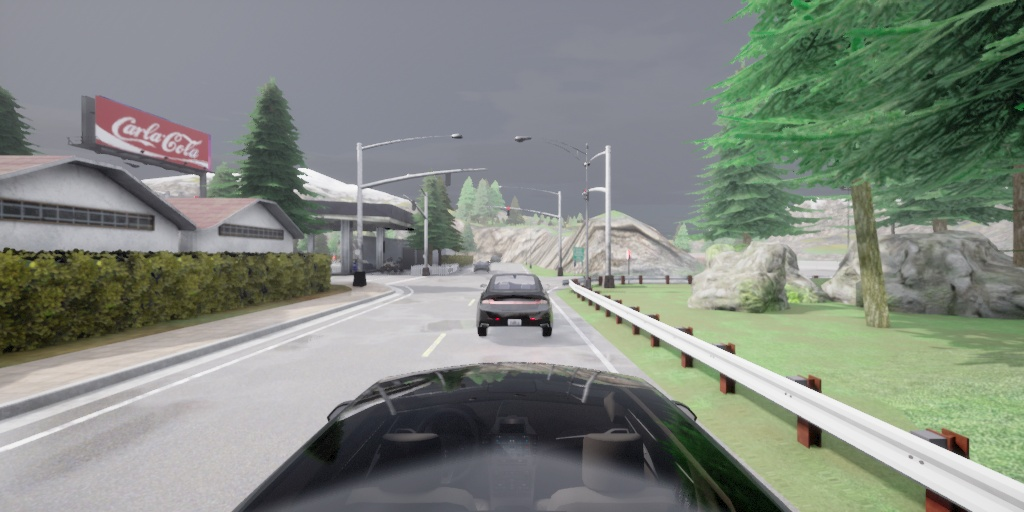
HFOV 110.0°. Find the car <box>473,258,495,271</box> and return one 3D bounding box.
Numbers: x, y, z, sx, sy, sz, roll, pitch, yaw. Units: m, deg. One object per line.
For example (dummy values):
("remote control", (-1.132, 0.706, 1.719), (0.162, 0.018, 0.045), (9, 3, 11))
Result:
("car", (-3.424, 1.304, 42.371), (2.033, 1.411, 5.357), (0, 0, 0))

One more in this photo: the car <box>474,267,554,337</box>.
("car", (0.081, 1.237, 10.270), (2.128, 1.511, 4.902), (0, 0, 1))
